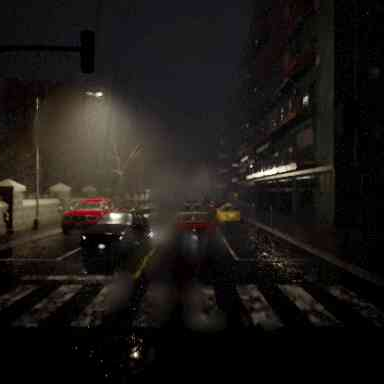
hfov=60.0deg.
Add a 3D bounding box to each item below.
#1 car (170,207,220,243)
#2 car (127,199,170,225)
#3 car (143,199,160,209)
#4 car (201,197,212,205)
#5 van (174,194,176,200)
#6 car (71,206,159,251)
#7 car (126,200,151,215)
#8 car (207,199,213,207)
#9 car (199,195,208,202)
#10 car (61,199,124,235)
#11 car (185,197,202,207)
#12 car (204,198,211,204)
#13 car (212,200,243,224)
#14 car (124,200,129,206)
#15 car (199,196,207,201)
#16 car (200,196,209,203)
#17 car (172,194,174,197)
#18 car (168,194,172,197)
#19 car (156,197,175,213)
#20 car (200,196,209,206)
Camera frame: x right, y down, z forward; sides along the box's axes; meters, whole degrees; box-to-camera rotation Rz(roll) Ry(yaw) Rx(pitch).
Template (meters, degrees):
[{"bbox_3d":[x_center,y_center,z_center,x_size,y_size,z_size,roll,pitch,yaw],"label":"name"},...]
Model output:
[{"bbox_3d":[0.104,1.619,16.057,1.895,1.301,4.718,0,0,0],"label":"car"},{"bbox_3d":[-3.082,1.522,24.642,2.128,1.511,4.902,0,0,0],"label":"car"},{"bbox_3d":[-5.676,1.647,46.757,1.802,1.307,4.206,0,0,0],"label":"car"},{"bbox_3d":[2.710,1.640,63.360,1.887,1.381,4.507,0,0,0],"label":"car"},{"bbox_3d":[-5.662,1.493,91.038,1.690,1.788,3.998,0,0,0],"label":"van"},{"bbox_3d":[-3.062,1.564,14.576,2.033,1.411,5.357,0,0,4],"label":"car"},{"bbox_3d":[-5.680,1.592,35.687,1.887,1.381,4.507,0,0,0],"label":"car"},{"bbox_3d":[2.698,1.583,30.149,1.887,1.381,4.507,0,0,0],"label":"car"},{"bbox_3d":[2.715,1.568,79.966,1.967,1.590,4.097,0,0,0],"label":"car"},{"bbox_3d":[-5.687,1.338,19.081,2.192,1.841,5.009,0,0,0],"label":"car"},{"bbox_3d":[0.022,1.664,45.146,1.895,1.301,4.718,0,0,0],"label":"car"},{"bbox_3d":[2.700,1.598,35.685,2.008,1.369,4.403,0,0,0],"label":"car"},{"bbox_3d":[2.696,1.556,24.784,1.752,1.417,4.829,0,0,0],"label":"car"},{"bbox_3d":[-5.683,1.479,30.152,1.967,1.590,4.097,0,0,0],"label":"car"},{"bbox_3d":[2.717,1.706,85.501,1.947,1.339,4.313,0,0,0],"label":"car"},{"bbox_3d":[2.714,1.683,74.431,1.947,1.339,4.313,0,0,0],"label":"car"},{"bbox_3d":[-5.667,1.668,74.433,2.008,1.369,4.403,0,0,0],"label":"car"},{"bbox_3d":[-5.669,1.631,68.728,1.752,1.417,4.829,0,0,0],"label":"car"},{"bbox_3d":[-3.070,1.551,34.978,1.837,1.490,4.892,0,0,0],"label":"car"},{"bbox_3d":[2.708,1.629,57.825,1.887,1.381,4.507,0,0,0],"label":"car"}]
